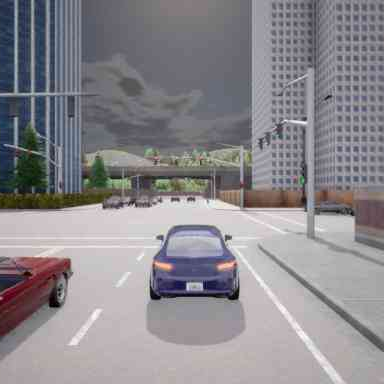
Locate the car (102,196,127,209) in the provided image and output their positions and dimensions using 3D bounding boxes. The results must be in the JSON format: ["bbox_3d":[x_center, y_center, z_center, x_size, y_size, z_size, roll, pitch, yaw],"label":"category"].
[{"bbox_3d":[-10.710,1.352,45.347,2.097,1.767,4.553,0,0,0],"label":"car"}]

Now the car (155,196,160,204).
[{"bbox_3d":[-7.222,1.601,58.819,1.895,1.301,4.718,0,0,0],"label":"car"}]

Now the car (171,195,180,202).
[{"bbox_3d":[-3.684,1.501,74.519,1.812,1.442,4.674,0,0,0],"label":"car"}]

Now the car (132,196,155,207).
[{"bbox_3d":[-7.217,1.352,49.837,2.097,1.767,4.553,0,0,0],"label":"car"}]

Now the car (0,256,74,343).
[{"bbox_3d":[-3.452,1.601,4.982,1.895,1.301,4.718,0,0,0],"label":"car"}]

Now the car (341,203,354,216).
[{"bbox_3d":[16.215,1.564,29.966,4.181,1.385,1.994,0,0,0],"label":"car"}]

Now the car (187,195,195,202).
[{"bbox_3d":[-0.184,1.477,74.528,1.837,1.490,4.892,0,0,0],"label":"car"}]

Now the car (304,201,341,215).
[{"bbox_3d":[13.548,1.564,33.472,4.181,1.385,1.994,0,0,0],"label":"car"}]

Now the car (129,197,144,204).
[{"bbox_3d":[-10.701,1.601,64.421,1.895,1.301,4.718,0,0,1],"label":"car"}]

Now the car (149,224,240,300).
[{"bbox_3d":[0.058,1.526,8.252,1.812,1.442,4.674,0,0,0],"label":"car"}]

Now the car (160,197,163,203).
[{"bbox_3d":[-7.169,1.564,68.866,1.994,1.385,4.181,0,0,0],"label":"car"}]

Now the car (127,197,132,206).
[{"bbox_3d":[-10.723,1.491,54.307,2.128,1.511,4.902,0,0,0],"label":"car"}]
